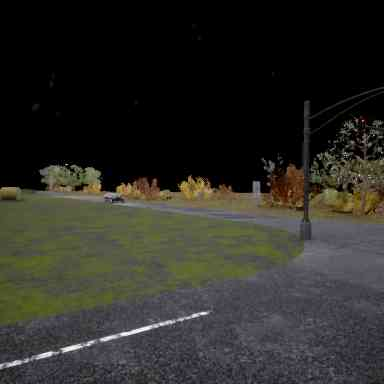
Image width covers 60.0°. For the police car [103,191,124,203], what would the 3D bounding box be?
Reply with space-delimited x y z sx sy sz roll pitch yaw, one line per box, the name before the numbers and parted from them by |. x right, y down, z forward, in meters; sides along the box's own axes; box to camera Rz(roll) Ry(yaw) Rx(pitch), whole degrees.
police car | -11.663 0.744 49.702 1.930 1.638 5.238 1 0 -32
